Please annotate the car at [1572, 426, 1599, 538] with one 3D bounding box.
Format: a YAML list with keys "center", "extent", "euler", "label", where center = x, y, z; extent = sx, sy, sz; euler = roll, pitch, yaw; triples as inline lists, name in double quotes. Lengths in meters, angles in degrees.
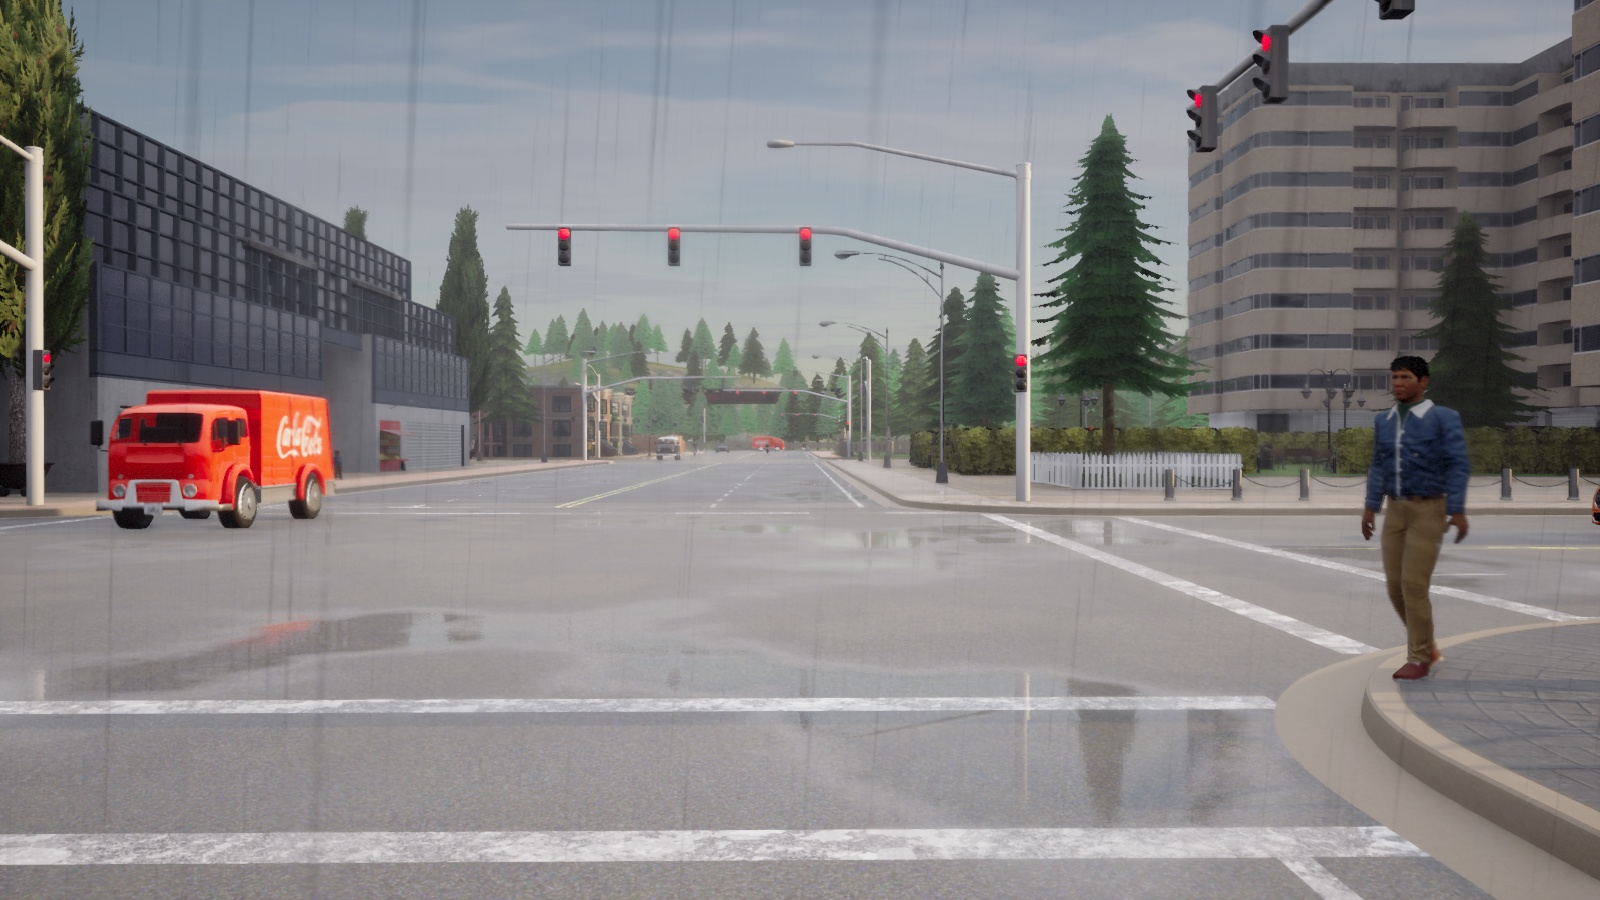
- center: [14.889, 0.507, 19.479]
  extent: [4.553, 1.767, 2.097]
  euler: [0, 0, 0]
  label: "car"

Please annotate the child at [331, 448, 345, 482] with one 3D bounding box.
- center: [-16.433, 0.520, 44.681]
  extent: [0.343, 1.192, 0.448]
  euler: [0, 0, -3]
  label: "child"

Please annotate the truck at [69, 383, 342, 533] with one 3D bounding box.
- center: [-10.714, 0.120, 23.233]
  extent: [2.627, 2.467, 5.204]
  euler: [0, 0, -1]
  label: "truck"

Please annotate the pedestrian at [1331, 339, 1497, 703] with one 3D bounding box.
- center: [3.463, 0.380, 7.087]
  extent: [0.788, 1.949, 0.423]
  euler: [0, 0, -23]
  label: "pedestrian"
